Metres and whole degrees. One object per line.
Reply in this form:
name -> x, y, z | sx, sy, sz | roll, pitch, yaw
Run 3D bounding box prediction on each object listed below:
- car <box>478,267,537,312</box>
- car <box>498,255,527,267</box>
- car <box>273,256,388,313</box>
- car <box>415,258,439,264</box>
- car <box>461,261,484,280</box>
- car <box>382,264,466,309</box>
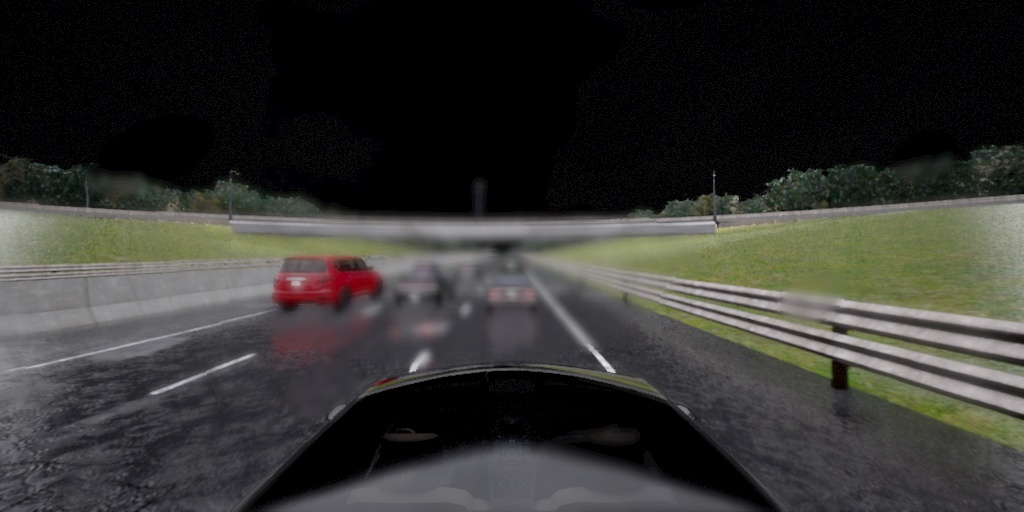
car -> 0.008, 1.334, 14.357 | 2.033, 1.411, 5.357 | 0, 0, 0
car -> 0.008, 0.900, 29.375 | 2.150, 2.045, 5.566 | 0, 1, 0
car -> -6.992, 1.011, 14.407 | 2.150, 2.045, 5.566 | 0, 0, 0
car -> -6.983, 1.159, 30.286 | 2.128, 1.511, 4.902 | 0, 1, 0
car -> -3.484, 1.159, 30.286 | 2.128, 1.511, 4.902 | 0, 1, 0
car -> -3.483, 1.277, 15.310 | 2.128, 1.511, 4.902 | 0, 0, 0
